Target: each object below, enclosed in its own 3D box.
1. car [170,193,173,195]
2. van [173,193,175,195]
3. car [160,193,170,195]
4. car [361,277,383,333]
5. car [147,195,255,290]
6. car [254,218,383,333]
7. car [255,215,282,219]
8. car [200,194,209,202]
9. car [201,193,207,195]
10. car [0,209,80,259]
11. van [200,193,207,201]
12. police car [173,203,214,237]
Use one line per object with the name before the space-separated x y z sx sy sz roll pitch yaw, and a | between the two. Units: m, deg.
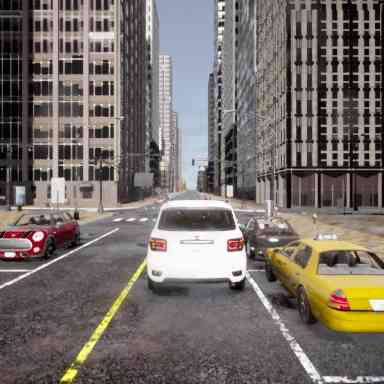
car | -5.693 1.242 67.353 2.192 1.841 5.009 0 0 0
van | -5.658 1.225 84.408 1.690 1.788 3.998 0 0 0
car | -5.762 1.380 61.668 1.967 1.590 4.097 0 0 0
car | 2.692 1.551 1.065 2.008 1.369 4.403 0 0 0
car | 0.103 1.220 9.189 2.150 2.045 5.566 0 0 0
car | 2.694 1.525 6.905 1.752 1.417 4.829 0 0 0
car | 2.696 1.548 12.403 2.008 1.369 4.403 0 0 0
car | 2.718 1.353 73.032 1.967 1.590 4.097 0 0 0
car | 2.810 1.380 61.664 1.967 1.590 4.097 0 0 0
car | -5.684 1.437 12.405 1.967 1.590 4.097 0 0 0
van | 2.720 1.239 78.716 1.690 1.788 3.998 0 0 0
police car | 0.103 1.497 19.109 2.038 1.542 4.974 0 0 1
